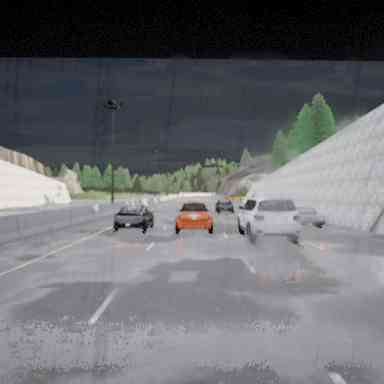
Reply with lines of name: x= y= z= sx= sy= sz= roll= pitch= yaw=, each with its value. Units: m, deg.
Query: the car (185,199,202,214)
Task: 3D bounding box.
car: x=0.141 y=1.574 z=38.552 sx=1.882 sy=1.535 sz=5.008 roll=0 pitch=0 yaw=0

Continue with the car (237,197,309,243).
car: x=3.619 y=1.264 z=16.449 sx=2.150 sy=2.045 sz=5.566 roll=0 pitch=0 yaw=0

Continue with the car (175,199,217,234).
car: x=0.121 y=1.401 z=19.862 sx=2.097 sy=1.767 sz=4.553 roll=0 pitch=0 yaw=0

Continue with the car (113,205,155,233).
car: x=-3.379 y=1.540 z=19.976 sx=2.128 sy=1.511 sz=4.902 roll=0 pitch=0 yaw=0

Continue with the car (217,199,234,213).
car: x=3.642 y=1.588 z=38.076 sx=2.128 sy=1.511 sz=4.902 roll=0 pitch=0 yaw=0

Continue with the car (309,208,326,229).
car: x=7.124 y=1.659 z=22.265 sx=1.895 sy=1.301 sz=4.718 roll=0 pitch=0 yaw=0
